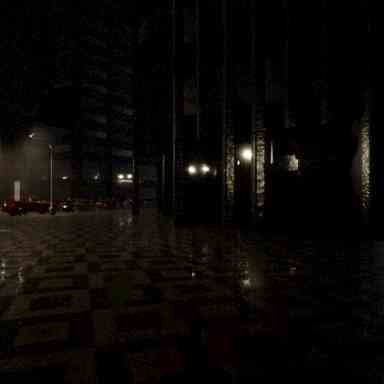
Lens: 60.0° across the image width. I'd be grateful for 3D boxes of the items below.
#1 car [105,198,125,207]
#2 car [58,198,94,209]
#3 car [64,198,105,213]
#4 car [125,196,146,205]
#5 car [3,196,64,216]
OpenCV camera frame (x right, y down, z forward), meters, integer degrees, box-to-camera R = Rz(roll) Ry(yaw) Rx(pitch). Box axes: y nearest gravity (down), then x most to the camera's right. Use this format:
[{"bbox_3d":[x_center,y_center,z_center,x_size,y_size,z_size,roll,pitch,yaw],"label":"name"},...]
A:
[{"bbox_3d":[-12.754,1.574,50.736,1.802,1.307,4.206,0,0,35],"label":"car"},{"bbox_3d":[-15.967,1.540,46.101,1.887,1.381,4.507,0,0,35],"label":"car"},{"bbox_3d":[-12.186,1.571,36.589,1.947,1.339,4.313,0,0,35],"label":"car"},{"bbox_3d":[-9.542,1.429,55.371,1.967,1.590,4.097,0,0,35],"label":"car"},{"bbox_3d":[-15.399,1.323,31.953,2.192,1.841,5.009,0,0,35],"label":"car"}]
